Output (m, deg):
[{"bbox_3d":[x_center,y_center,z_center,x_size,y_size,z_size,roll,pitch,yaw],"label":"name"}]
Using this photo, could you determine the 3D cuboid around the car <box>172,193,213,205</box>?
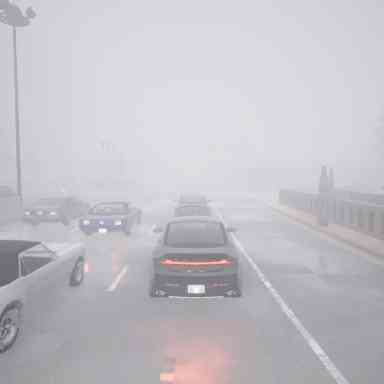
[{"bbox_3d":[0.034,0.837,17.531,1.837,1.490,4.892,0,3,-1],"label":"car"}]

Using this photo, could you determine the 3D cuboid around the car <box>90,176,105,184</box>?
[{"bbox_3d":[-21.345,-2.828,75.655,2.097,1.767,4.553,0,3,0],"label":"car"}]

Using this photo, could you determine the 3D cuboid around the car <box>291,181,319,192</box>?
[{"bbox_3d":[15.019,-0.646,42.402,4.674,1.442,1.812,0,3,2],"label":"car"}]

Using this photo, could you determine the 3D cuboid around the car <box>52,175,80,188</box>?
[{"bbox_3d":[-21.324,-1.754,55.703,2.150,2.045,5.566,0,3,0],"label":"car"}]

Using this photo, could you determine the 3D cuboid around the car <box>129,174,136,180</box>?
[{"bbox_3d":[-14.343,-2.676,75.174,1.882,1.535,5.008,0,3,0],"label":"car"}]

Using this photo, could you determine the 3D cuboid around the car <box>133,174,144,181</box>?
[{"bbox_3d":[-14.413,-3.948,90.008,2.150,2.045,5.566,0,3,0],"label":"car"}]

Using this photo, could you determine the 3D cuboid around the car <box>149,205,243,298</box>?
[{"bbox_3d":[0.070,1.337,8.152,1.837,1.490,4.892,0,2,0],"label":"car"}]

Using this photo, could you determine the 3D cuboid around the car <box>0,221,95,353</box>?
[{"bbox_3d":[-3.422,1.506,5.934,1.895,1.301,4.718,0,2,0],"label":"car"}]

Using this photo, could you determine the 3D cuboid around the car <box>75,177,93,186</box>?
[{"bbox_3d":[-21.301,-2.102,65.690,1.882,1.535,5.008,0,4,0],"label":"car"}]

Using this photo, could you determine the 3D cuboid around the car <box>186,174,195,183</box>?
[{"bbox_3d":[-0.369,-2.971,80.817,2.128,1.511,4.902,0,3,0],"label":"car"}]

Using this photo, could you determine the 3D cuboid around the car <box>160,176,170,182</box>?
[{"bbox_3d":[-7.406,-3.434,88.396,1.812,1.442,4.674,0,3,0],"label":"car"}]

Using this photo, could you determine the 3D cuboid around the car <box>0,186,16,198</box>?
[{"bbox_3d":[-14.086,0.377,22.634,2.097,1.767,4.553,1,4,5],"label":"car"}]

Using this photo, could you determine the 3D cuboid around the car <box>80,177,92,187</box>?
[{"bbox_3d":[-17.823,-1.638,59.182,2.033,1.411,5.357,0,3,0],"label":"car"}]

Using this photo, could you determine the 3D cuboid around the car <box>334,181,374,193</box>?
[{"bbox_3d":[18.462,-0.476,38.793,5.008,1.535,1.882,0,3,2],"label":"car"}]

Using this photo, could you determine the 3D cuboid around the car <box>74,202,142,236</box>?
[{"bbox_3d":[-3.457,1.077,15.061,1.895,1.301,4.718,0,3,0],"label":"car"}]

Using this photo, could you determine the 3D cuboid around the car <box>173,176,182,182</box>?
[{"bbox_3d":[-3.906,-3.436,88.413,1.812,1.442,4.674,0,3,0],"label":"car"}]

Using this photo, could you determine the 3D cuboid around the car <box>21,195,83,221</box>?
[{"bbox_3d":[-6.969,0.867,17.693,2.033,1.411,5.357,0,3,0],"label":"car"}]

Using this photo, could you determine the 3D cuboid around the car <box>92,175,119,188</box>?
[{"bbox_3d":[-14.326,-1.727,55.261,2.150,2.045,5.566,0,3,0],"label":"car"}]

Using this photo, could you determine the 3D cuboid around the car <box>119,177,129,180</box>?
[{"bbox_3d":[-14.323,-2.167,64.689,2.097,1.767,4.553,0,3,0],"label":"car"}]

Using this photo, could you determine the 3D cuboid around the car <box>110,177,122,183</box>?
[{"bbox_3d":[-17.859,-2.805,78.547,1.994,1.385,4.181,0,3,0],"label":"car"}]
